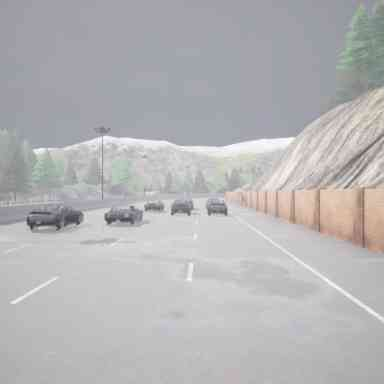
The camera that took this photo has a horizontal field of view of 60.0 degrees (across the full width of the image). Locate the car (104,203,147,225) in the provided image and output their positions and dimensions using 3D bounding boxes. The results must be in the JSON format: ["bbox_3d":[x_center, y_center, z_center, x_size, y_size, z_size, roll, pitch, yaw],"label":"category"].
[{"bbox_3d":[-4.790,1.601,24.062,1.895,1.301,4.718,0,0,2],"label":"car"}]

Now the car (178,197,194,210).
[{"bbox_3d":[-0.754,1.478,43.480,1.882,1.535,5.008,0,0,2],"label":"car"}]

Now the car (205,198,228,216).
[{"bbox_3d":[2.454,1.491,32.798,2.128,1.511,4.902,0,0,1],"label":"car"}]

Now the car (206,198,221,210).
[{"bbox_3d":[2.740,1.526,43.241,1.812,1.442,4.674,0,0,2],"label":"car"}]

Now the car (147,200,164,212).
[{"bbox_3d":[-4.365,1.601,39.379,1.895,1.301,4.718,0,0,2],"label":"car"}]

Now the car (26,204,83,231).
[{"bbox_3d":[-8.383,1.492,20.775,2.128,1.511,4.902,0,0,2],"label":"car"}]

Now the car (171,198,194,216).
[{"bbox_3d":[-1.041,1.505,33.039,1.837,1.490,4.892,0,0,1],"label":"car"}]
